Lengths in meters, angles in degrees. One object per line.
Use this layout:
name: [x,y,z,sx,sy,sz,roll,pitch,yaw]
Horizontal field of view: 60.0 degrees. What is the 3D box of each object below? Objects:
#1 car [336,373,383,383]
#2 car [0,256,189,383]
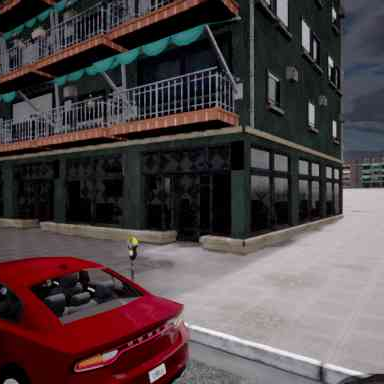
car: [2.460,1.566,1.129,4.313,1.339,1.947,0,0,35]
car: [-2.138,1.545,4.389,4.507,1.381,1.887,0,0,35]
